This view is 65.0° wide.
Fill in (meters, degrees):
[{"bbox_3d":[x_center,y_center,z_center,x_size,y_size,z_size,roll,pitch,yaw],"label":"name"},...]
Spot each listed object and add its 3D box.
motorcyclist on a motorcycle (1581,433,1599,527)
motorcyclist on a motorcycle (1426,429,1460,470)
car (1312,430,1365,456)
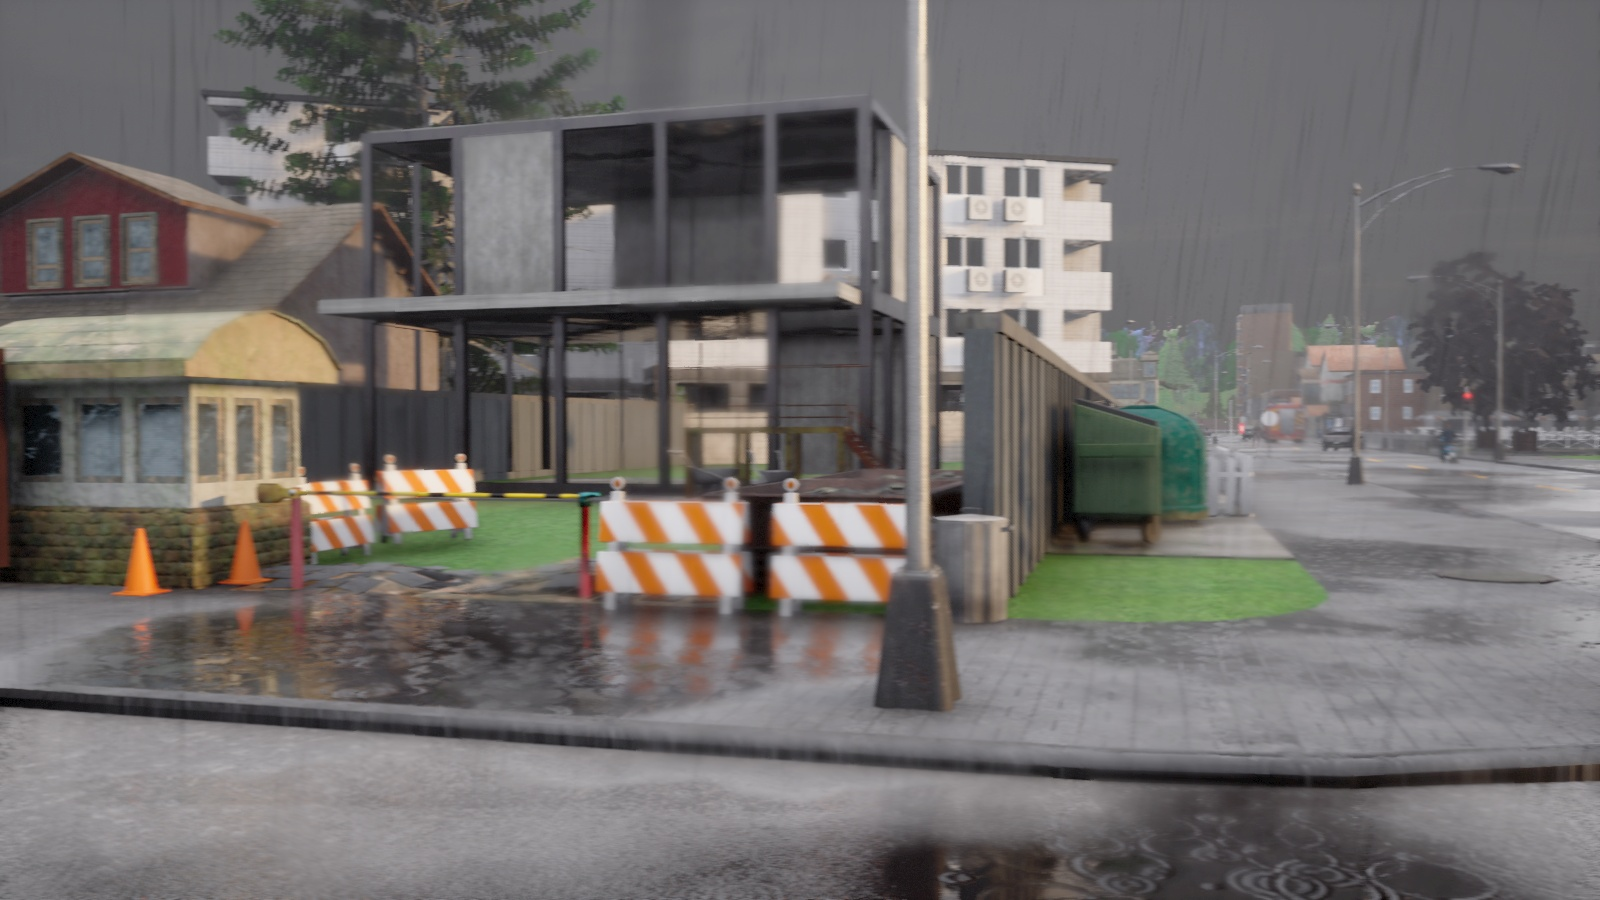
[{"bbox_3d":[13.314,0.491,20.123,0.797,1.523,2.044,0,1,15],"label":"motorcyclist on a motorcycle"},{"bbox_3d":[25.861,-0.039,50.541,0.866,1.590,1.817,0,1,16],"label":"motorcyclist on a motorcycle"},{"bbox_3d":[32.498,-0.463,75.688,2.128,1.511,4.902,1,1,33],"label":"car"}]
